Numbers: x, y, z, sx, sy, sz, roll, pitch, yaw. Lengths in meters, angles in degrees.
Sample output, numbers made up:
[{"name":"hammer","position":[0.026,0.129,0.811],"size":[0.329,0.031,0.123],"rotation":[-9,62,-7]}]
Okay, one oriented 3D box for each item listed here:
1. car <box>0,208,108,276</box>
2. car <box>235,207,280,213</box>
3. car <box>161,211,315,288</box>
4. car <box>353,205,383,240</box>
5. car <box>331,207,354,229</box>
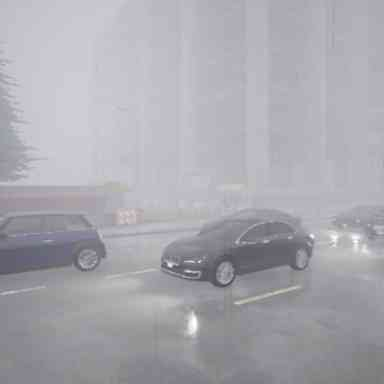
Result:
[{"name":"car","position":[-4.798,1.347,9.217],"size":[4.553,1.767,2.097],"rotation":[0,0,-34]},{"name":"car","position":[2.703,1.443,14.514],"size":[5.008,1.535,1.882],"rotation":[0,0,-35]},{"name":"car","position":[1.454,1.484,9.327],"size":[4.892,1.490,1.837],"rotation":[0,0,-36]},{"name":"car","position":[9.897,1.437,15.345],"size":[4.902,1.511,2.128],"rotation":[0,0,-35]},{"name":"car","position":[10.773,1.481,20.267],"size":[5.357,1.411,2.033],"rotation":[0,0,-35]}]
